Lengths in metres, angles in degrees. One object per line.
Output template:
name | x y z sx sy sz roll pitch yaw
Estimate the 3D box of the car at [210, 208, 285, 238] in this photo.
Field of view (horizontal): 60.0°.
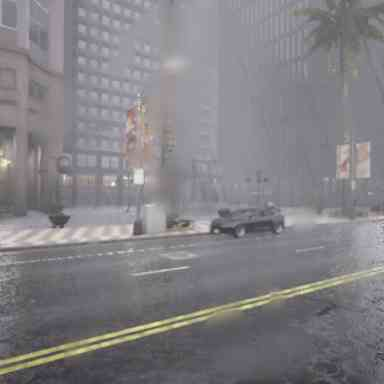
car | 3.210 1.658 18.677 4.786 1.482 2.161 1 0 -36
